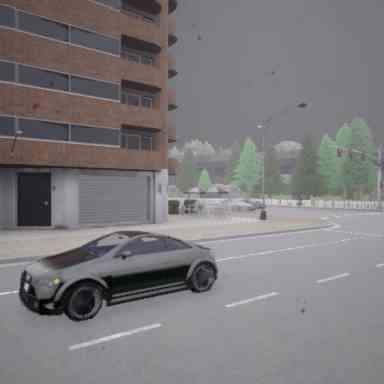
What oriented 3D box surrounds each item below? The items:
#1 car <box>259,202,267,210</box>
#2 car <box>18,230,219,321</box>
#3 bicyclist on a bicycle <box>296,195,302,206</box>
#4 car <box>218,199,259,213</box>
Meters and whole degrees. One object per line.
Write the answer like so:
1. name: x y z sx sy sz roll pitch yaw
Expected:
1. car: 6.950 1.508 39.931 1.994 1.385 4.181 0 0 -37
2. car: -1.429 1.564 7.293 4.181 1.385 1.994 0 0 -36
3. bicyclist on a bicycle: 15.294 1.245 47.289 1.656 1.620 0.582 0 0 -36
4. car: 4.818 1.470 36.983 1.812 1.442 4.674 0 0 -36
